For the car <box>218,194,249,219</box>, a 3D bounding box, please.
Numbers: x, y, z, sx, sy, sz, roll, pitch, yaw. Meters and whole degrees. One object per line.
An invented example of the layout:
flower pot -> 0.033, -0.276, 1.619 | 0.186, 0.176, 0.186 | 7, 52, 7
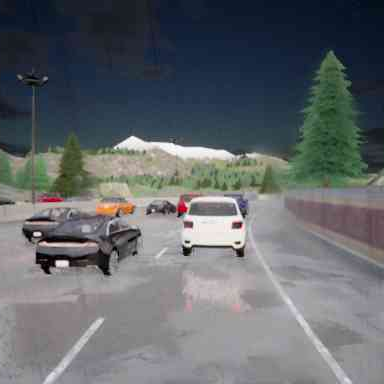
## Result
car -> 3.890, 1.185, 30.037 | 2.150, 2.045, 5.566 | 0, 0, 14

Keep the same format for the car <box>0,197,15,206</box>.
car -> -25.309, 1.376, 43.344 | 1.812, 1.442, 4.674 | 0, 0, 16

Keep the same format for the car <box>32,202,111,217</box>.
car -> -5.815, 1.448, 15.512 | 2.128, 1.511, 4.902 | 0, 0, 7

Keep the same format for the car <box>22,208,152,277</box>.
car -> -2.849, 1.466, 10.217 | 2.128, 1.511, 4.902 | 0, 0, 5

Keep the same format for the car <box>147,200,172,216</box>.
car -> -2.892, 1.465, 31.654 | 1.812, 1.442, 4.674 | 0, 0, 13

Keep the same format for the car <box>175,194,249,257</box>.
car -> 0.916, 1.203, 13.148 | 2.150, 2.045, 5.566 | 0, 0, 6

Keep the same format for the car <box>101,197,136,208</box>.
car -> -6.776, 1.281, 30.263 | 2.097, 1.767, 4.553 | 0, 0, 13

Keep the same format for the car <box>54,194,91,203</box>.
car -> -14.732, 1.363, 42.118 | 1.882, 1.535, 5.008 | 0, 0, 17

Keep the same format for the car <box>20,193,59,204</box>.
car -> -18.606, 1.095, 41.393 | 2.150, 2.045, 5.566 | 0, 0, 16

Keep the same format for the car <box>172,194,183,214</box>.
car -> 0.261, 1.174, 29.882 | 2.150, 2.045, 5.566 | 0, 0, 13
